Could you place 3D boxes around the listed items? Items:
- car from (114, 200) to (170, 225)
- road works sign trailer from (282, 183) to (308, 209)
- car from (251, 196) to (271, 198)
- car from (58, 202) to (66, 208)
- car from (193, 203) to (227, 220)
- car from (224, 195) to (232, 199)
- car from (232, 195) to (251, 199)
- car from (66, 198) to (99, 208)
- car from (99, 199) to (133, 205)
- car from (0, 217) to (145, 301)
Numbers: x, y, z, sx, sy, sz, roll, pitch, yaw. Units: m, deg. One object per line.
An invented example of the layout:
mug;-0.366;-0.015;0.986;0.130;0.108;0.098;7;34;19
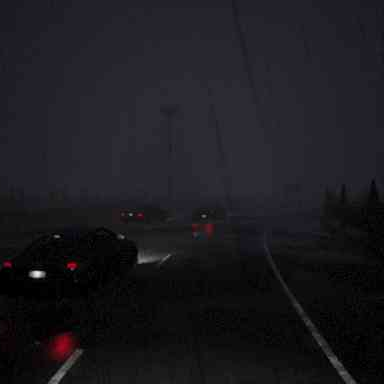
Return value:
car;-3.320;1.537;24.274;2.033;1.411;5.357;0;0;16
road works sign trailer;14.231;0.511;46.754;2.380;3.560;2.880;0;0;37
car;15.117;1.559;69.707;2.128;1.511;4.902;0;0;42
car;-13.324;1.463;38.631;1.837;1.490;4.892;0;0;22
car;1.685;1.607;28.449;1.895;1.301;4.718;0;0;19
car;8.871;1.501;73.312;1.882;1.535;5.008;0;0;42
car;11.260;1.560;70.751;2.128;1.511;4.902;0;0;42
car;-10.772;1.567;35.622;1.895;1.301;4.718;0;0;21
car;-7.255;1.482;34.944;1.837;1.490;4.892;0;0;21
car;-2.766;1.555;8.390;1.994;1.385;4.181;0;0;6
